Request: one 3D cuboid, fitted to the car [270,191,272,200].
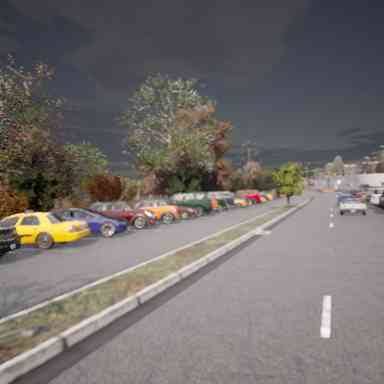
[{"bbox_3d":[10.570,0.795,56.177,4.553,1.767,2.185,-2,0,2],"label":"car"}]

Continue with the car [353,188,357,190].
[{"bbox_3d":[28.230,0.583,51.354,4.892,1.521,2.231,0,0,2],"label":"car"}]

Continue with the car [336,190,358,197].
[{"bbox_3d":[18.769,0.843,40.697,1.882,1.535,5.008,-1,1,23],"label":"car"}]

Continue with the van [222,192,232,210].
[{"bbox_3d":[1.501,1.028,34.220,4.442,1.987,1.878,-2,0,3],"label":"van"}]

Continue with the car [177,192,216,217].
[{"bbox_3d":[-0.950,1.092,28.733,5.566,2.045,2.435,-2,0,3],"label":"car"}]

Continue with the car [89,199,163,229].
[{"bbox_3d":[-4.411,1.345,20.510,4.553,1.767,2.185,-2,0,3],"label":"car"}]

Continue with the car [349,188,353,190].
[{"bbox_3d":[31.572,0.451,59.781,5.008,1.535,2.097,0,0,1],"label":"car"}]

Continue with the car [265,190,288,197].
[{"bbox_3d":[22.031,0.477,86.742,5.366,1.575,1.946,-2,0,-1],"label":"car"}]

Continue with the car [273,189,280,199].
[{"bbox_3d":[13.789,0.829,64.441,4.792,1.488,2.163,-2,0,1],"label":"car"}]

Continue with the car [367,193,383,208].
[{"bbox_3d":[21.309,0.843,34.655,5.008,1.535,2.097,0,1,3],"label":"car"}]

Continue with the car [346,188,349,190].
[{"bbox_3d":[33.722,0.366,65.423,5.008,1.535,2.097,0,1,0],"label":"car"}]

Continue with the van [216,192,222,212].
[{"bbox_3d":[0.350,1.070,31.475,4.442,1.987,1.878,-2,0,3],"label":"van"}]

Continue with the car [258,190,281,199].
[{"bbox_3d":[16.921,0.555,72.762,4.553,1.767,2.185,-2,0,0],"label":"car"}]

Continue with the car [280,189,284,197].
[{"bbox_3d":[15.935,0.718,69.978,5.008,1.535,2.097,-2,0,1],"label":"car"}]

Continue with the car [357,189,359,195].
[{"bbox_3d":[26.142,0.665,45.766,5.366,1.575,1.946,0,0,2],"label":"car"}]

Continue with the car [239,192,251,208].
[{"bbox_3d":[3.883,1.164,39.705,5.366,1.575,1.946,-2,0,3],"label":"car"}]

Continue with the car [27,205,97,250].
[{"bbox_3d":[-7.198,1.569,14.259,5.366,1.575,1.946,-2,0,3],"label":"car"}]

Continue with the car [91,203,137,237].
[{"bbox_3d":[-5.665,1.546,17.384,4.792,1.488,2.163,-2,0,3],"label":"car"}]

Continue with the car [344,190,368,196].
[{"bbox_3d":[37.796,0.239,76.800,4.674,1.452,2.002,0,1,-1],"label":"car"}]

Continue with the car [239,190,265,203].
[{"bbox_3d":[7.112,0.796,47.941,5.566,2.045,2.435,-2,0,3],"label":"car"}]

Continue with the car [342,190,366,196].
[{"bbox_3d":[38.767,0.198,79.664,4.674,1.452,2.002,-1,0,-2],"label":"car"}]

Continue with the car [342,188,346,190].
[{"bbox_3d":[34.731,0.072,68.253,5.566,2.045,2.435,0,1,0],"label":"car"}]

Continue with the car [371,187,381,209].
[{"bbox_3d":[17.835,0.721,26.350,5.566,2.045,2.435,0,0,3],"label":"car"}]

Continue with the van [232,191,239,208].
[{"bbox_3d":[2.653,0.986,36.966,4.442,1.987,1.878,-2,0,3],"label":"van"}]

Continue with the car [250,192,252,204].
[{"bbox_3d":[4.819,1.161,42.454,4.792,1.488,2.163,-2,0,3],"label":"car"}]

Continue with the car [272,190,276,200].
[{"bbox_3d":[11.659,0.880,58.927,5.008,1.535,2.097,-2,0,2],"label":"car"}]

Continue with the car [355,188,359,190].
[{"bbox_3d":[27.112,0.625,48.550,5.008,1.535,2.097,0,1,2],"label":"car"}]

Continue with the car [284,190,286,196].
[{"bbox_3d":[17.782,0.643,75.538,5.366,1.575,1.946,-2,0,0],"label":"car"}]

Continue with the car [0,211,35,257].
[{"bbox_3d":[-8.325,1.615,11.127,4.892,1.521,2.231,-2,0,3],"label":"car"}]

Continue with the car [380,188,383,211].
[{"bbox_3d":[15.446,0.808,20.801,5.566,2.045,2.435,0,1,3],"label":"car"}]

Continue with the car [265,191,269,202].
[{"bbox_3d":[8.475,0.995,50.684,5.366,1.575,1.946,-2,0,3],"label":"car"}]

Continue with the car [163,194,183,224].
[{"bbox_3d":[-3.194,1.300,23.242,4.553,1.767,2.185,-2,0,3],"label":"car"}]

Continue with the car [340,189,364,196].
[{"bbox_3d":[39.737,0.118,82.522,4.892,1.521,2.231,0,1,-2],"label":"car"}]

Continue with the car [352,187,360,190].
[{"bbox_3d":[29.343,0.413,54.159,4.553,1.767,2.185,0,0,1],"label":"car"}]

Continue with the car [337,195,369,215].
[{"bbox_3d":[13.526,1.161,28.201,1.895,1.301,4.718,-1,0,23],"label":"car"}]

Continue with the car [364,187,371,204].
[{"bbox_3d":[20.166,0.635,31.887,5.566,2.045,2.435,0,0,3],"label":"car"}]

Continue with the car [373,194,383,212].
[{"bbox_3d":[18.977,0.929,29.116,5.008,1.535,2.097,0,1,3],"label":"car"}]

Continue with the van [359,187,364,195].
[{"bbox_3d":[24.681,0.488,42.984,4.442,1.987,1.878,0,1,3],"label":"van"}]

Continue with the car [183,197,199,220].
[{"bbox_3d":[-2.068,1.425,25.994,4.674,1.452,2.002,-2,0,3],"label":"car"}]

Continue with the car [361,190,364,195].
[{"bbox_3d":[23.668,0.786,40.208,4.792,1.488,2.163,0,0,3],"label":"car"}]

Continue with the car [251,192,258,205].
[{"bbox_3d":[6.030,1.117,45.202,4.792,1.488,2.163,-2,0,3],"label":"car"}]

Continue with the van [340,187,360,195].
[{"bbox_3d":[40.556,-0.148,85.384,4.442,1.987,1.878,-1,1,-2],"label":"van"}]

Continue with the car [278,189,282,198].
[{"bbox_3d":[14.917,0.787,67.215,4.792,1.488,2.163,-2,0,1],"label":"car"}]
